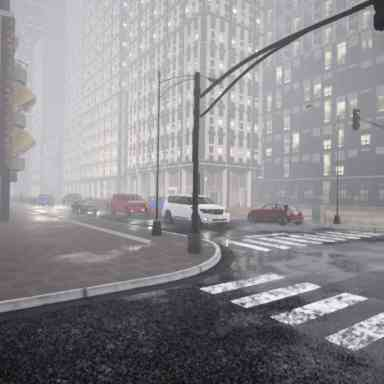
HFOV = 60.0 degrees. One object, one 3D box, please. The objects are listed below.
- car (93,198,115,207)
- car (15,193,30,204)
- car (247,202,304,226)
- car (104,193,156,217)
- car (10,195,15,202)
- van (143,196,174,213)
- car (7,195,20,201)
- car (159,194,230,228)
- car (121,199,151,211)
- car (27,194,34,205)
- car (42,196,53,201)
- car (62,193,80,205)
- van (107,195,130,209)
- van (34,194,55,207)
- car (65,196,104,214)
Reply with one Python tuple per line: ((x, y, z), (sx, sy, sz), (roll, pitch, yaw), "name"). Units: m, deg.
((-13.671, 1.585, 51.645), (1.947, 1.339, 4.313), (1, -1, -35), "car")
((-30.285, 1.154, 60.659), (2.192, 1.841, 5.009), (1, -1, -35), "car")
((5.878, 1.504, 23.960), (1.967, 1.590, 4.097), (1, -1, -35), "car")
((-5.686, 1.154, 30.310), (2.150, 2.045, 5.566), (1, -1, -35), "car")
((-36.804, 1.395, 69.886), (1.947, 1.339, 4.313), (1, -1, -35), "car")
((-3.894, 1.380, 37.804), (1.690, 1.788, 3.998), (1, -1, -35), "van")
((-40.061, 1.377, 74.500), (2.008, 1.369, 4.403), (1, -1, -35), "car")
((0.092, 1.169, 22.122), (2.150, 2.045, 5.566), (1, -1, -35), "car")
((-7.155, 1.583, 42.416), (2.008, 1.369, 4.403), (1, -1, -35), "car")
((-23.774, 1.431, 51.428), (1.802, 1.307, 4.206), (1, -1, -35), "car")
((-36.476, 1.569, 83.947), (1.802, 1.307, 4.206), (1, -1, -35), "car")
((-20.300, 1.180, 56.384), (2.150, 2.045, 5.566), (1, -1, -35), "car")
((-10.409, 1.366, 47.034), (1.690, 1.788, 3.998), (1, -1, -35), "van")
((-20.512, 1.196, 46.815), (1.690, 1.788, 3.998), (1, -1, -35), "van")
((-10.743, 1.426, 32.970), (2.008, 1.369, 4.403), (1, -1, -35), "car")
